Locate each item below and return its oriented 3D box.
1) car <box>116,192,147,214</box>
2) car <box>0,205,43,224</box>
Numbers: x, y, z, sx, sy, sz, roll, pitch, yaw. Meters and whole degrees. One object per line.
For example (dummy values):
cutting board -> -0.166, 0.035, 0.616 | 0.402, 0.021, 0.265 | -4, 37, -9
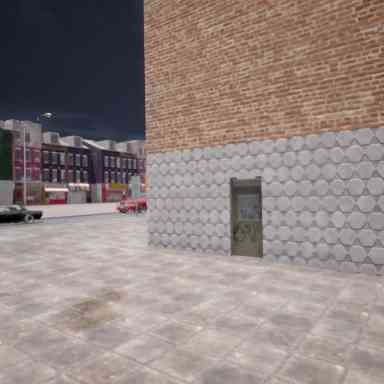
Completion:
car -> -4.846, 1.027, 32.688 | 2.150, 2.045, 5.566 | -2, 0, 35
car -> -12.475, 1.551, 21.826 | 1.895, 1.301, 4.718 | -2, 0, 35
